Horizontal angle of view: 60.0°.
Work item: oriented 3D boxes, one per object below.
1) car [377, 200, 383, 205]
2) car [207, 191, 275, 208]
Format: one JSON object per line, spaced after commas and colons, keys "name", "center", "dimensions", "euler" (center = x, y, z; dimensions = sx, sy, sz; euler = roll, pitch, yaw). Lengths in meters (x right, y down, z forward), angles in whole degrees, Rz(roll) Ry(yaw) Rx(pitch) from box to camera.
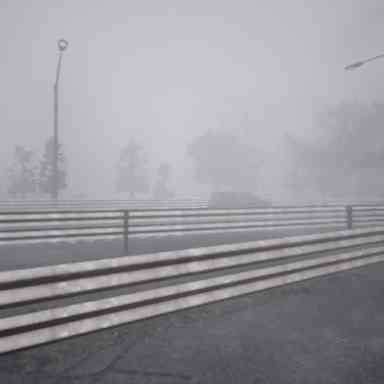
{"name": "car", "center": [21.028, 1.311, 34.097], "dimensions": [4.674, 1.442, 1.812], "euler": [0, 0, -23]}
{"name": "car", "center": [3.943, 0.964, 26.591], "dimensions": [5.566, 2.045, 2.150], "euler": [0, 0, -24]}
